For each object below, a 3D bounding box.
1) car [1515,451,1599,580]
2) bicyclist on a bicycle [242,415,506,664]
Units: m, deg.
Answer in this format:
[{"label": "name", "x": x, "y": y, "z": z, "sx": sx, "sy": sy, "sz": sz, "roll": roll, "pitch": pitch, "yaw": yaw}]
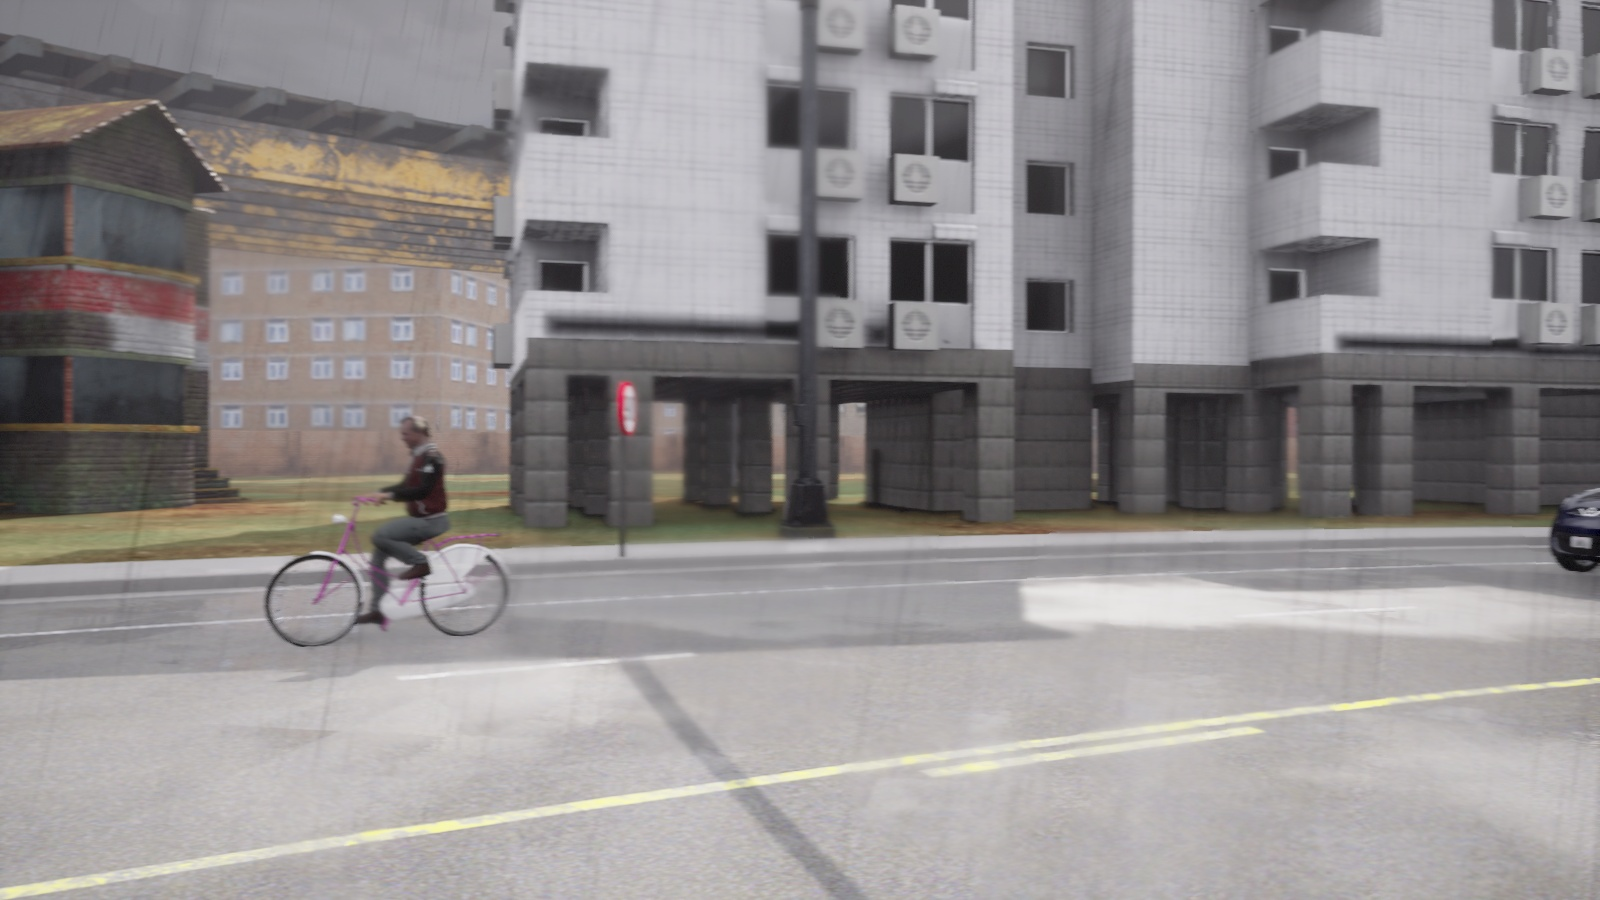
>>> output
[{"label": "car", "x": 11.004, "y": 0.765, "z": 15.331, "sx": 3.633, "sy": 1.501, "sz": 1.845, "roll": 0, "pitch": 0, "yaw": -12}, {"label": "bicyclist on a bicycle", "x": -3.273, "y": 0.634, "z": 9.698, "sx": 1.843, "sy": 1.776, "sz": 0.659, "roll": 0, "pitch": 1, "yaw": -29}]
